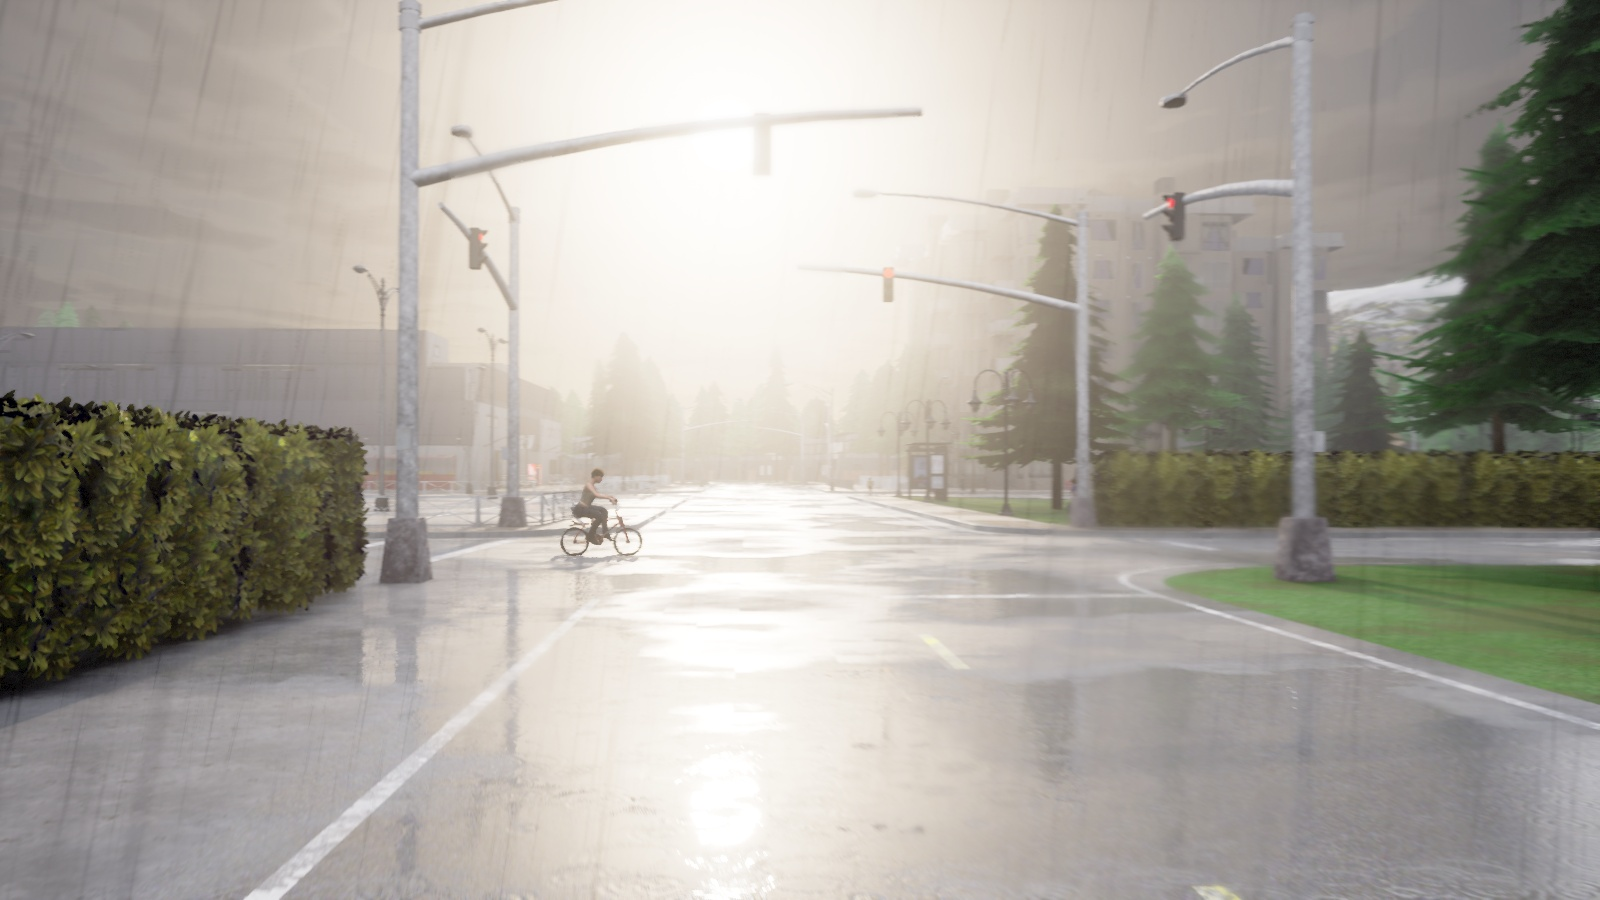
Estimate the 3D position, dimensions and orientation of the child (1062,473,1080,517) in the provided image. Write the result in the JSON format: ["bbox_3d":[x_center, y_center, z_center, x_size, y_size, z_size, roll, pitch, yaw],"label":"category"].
[{"bbox_3d":[7.922,1.314,36.751,0.270,1.263,0.437,0,-1,-40],"label":"child"}]

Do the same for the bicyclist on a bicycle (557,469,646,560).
[{"bbox_3d":[-3.594,1.159,22.878,1.509,1.612,0.866,0,-1,-2],"label":"bicyclist on a bicycle"}]
